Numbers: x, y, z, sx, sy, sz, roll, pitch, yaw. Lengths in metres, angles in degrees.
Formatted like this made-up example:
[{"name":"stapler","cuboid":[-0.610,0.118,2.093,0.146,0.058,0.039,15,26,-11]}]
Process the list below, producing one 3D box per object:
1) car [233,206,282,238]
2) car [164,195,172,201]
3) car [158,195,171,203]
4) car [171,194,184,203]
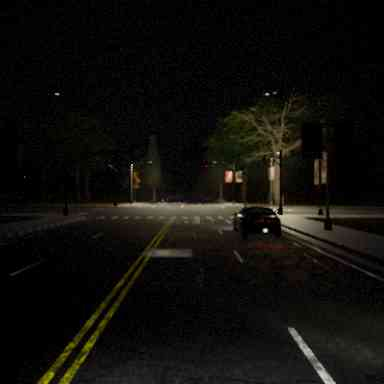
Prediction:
[{"name":"car","cuboid":[3.335,1.506,17.530,1.837,1.490,4.892,0,0,0]},{"name":"car","cuboid":[-6.579,1.601,91.914,1.882,1.535,5.008,0,-1,0]},{"name":"car","cuboid":[-6.567,1.785,76.295,2.128,1.511,4.902,0,-1,0]},{"name":"car","cuboid":[-3.317,1.811,76.252,1.994,1.385,4.181,0,-1,0]}]
